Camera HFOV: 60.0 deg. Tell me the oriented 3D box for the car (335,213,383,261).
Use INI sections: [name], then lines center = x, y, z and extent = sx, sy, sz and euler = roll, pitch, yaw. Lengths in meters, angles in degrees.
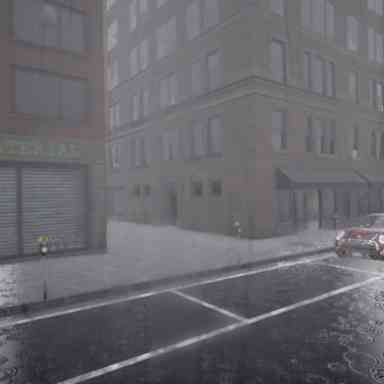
[car]
center = 6.903, 1.494, 11.938
extent = 4.097, 1.590, 1.967
euler = 0, -1, -37
